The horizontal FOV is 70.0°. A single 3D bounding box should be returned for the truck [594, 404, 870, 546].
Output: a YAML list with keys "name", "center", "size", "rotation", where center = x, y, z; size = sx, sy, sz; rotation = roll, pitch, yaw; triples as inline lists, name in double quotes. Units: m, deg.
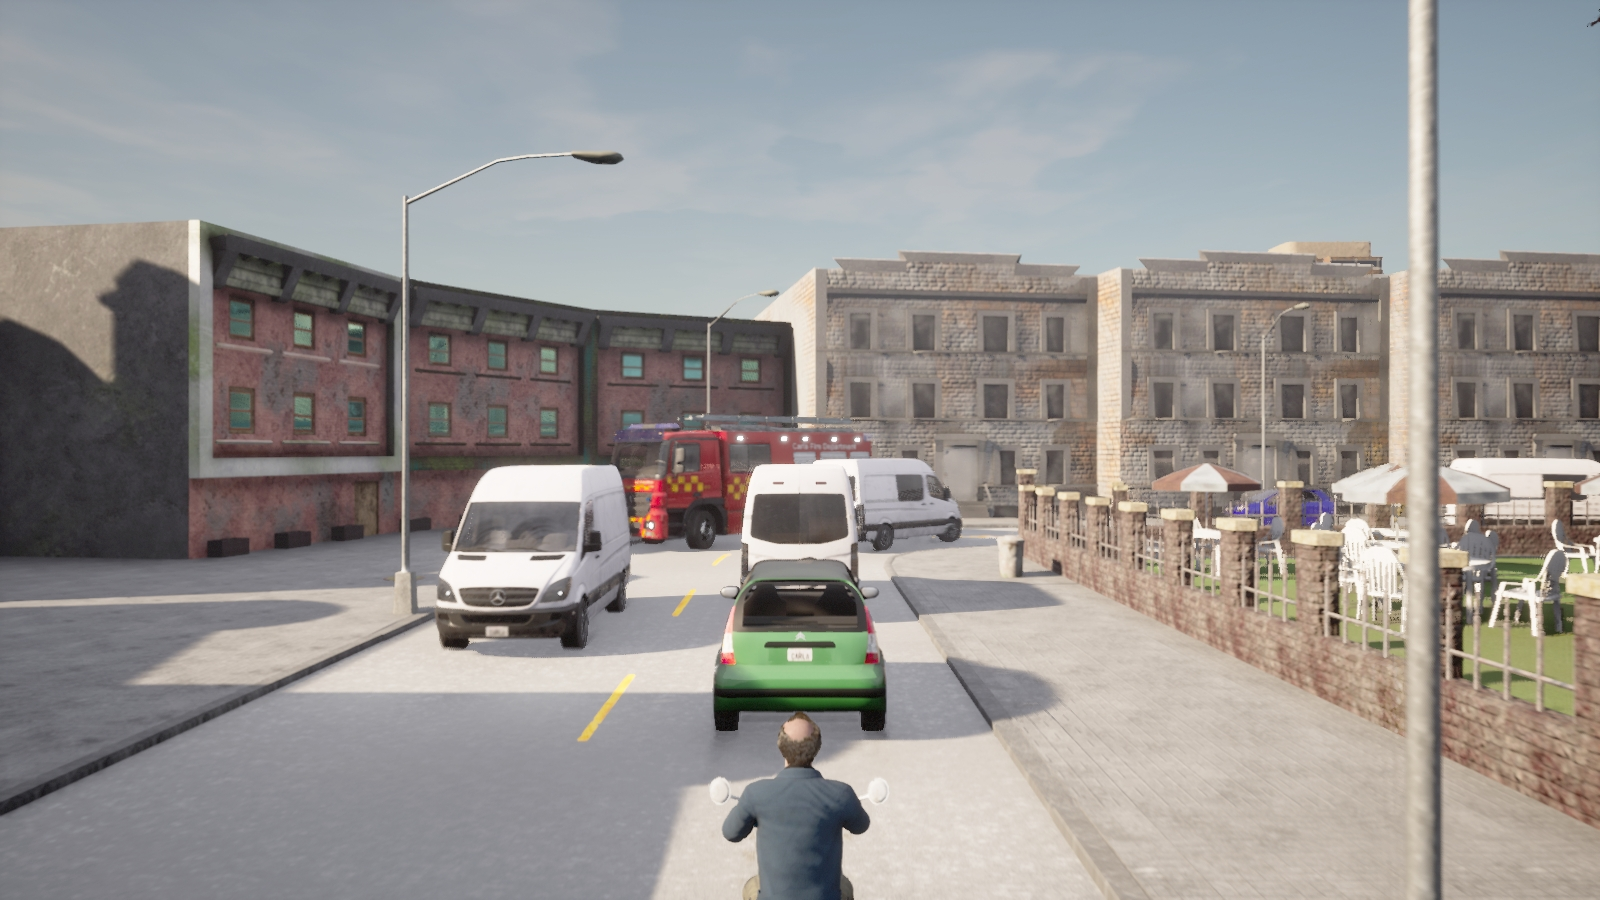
- name: "truck"
  center: [-1.861, 0.680, 34.894]
  size: [8.468, 3.827, 2.891]
  rotation: [0, 0, -42]

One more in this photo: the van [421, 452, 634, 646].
- name: "van"
  center: [-4.043, 1.319, 18.108]
  size: [1.988, 2.561, 5.915]
  rotation: [0, 0, 0]

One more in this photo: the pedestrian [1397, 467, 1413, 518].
- name: "pedestrian"
  center: [21.904, 1.532, 41.358]
  size: [0.375, 1.860, 0.375]
  rotation: [0, 0, -34]

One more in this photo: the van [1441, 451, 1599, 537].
- name: "van"
  center: [23.345, 1.322, 35.337]
  size: [5.915, 2.561, 1.988]
  rotation: [0, 0, 0]

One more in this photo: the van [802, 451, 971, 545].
- name: "van"
  center: [2.683, 1.323, 33.809]
  size: [1.988, 2.561, 5.915]
  rotation: [-2, -1, 38]

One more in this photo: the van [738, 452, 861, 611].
- name: "van"
  center: [-0.011, 1.319, 21.380]
  size: [1.988, 2.561, 5.915]
  rotation: [0, 0, 0]

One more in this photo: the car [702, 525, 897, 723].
- name: "car"
  center: [-0.006, 1.783, 12.845]
  size: [1.851, 1.617, 3.988]
  rotation: [0, 0, 0]
